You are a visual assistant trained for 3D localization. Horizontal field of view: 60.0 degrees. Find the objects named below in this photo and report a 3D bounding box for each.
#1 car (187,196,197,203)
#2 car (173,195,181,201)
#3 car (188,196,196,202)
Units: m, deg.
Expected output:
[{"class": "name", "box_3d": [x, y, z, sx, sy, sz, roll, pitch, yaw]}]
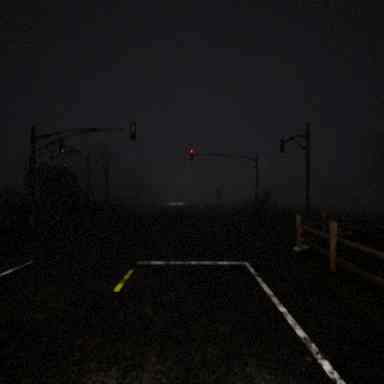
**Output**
[{"class": "car", "box_3d": [-0.001, 1.668, 75.258, 2.097, 1.767, 4.553, 0, 0, 0]}, {"class": "car", "box_3d": [-3.502, 1.458, 79.464, 1.837, 1.490, 4.892, 0, 0, 0]}, {"class": "car", "box_3d": [-0.002, 1.707, 85.293, 1.837, 1.490, 4.892, 0, 0, 0]}]
